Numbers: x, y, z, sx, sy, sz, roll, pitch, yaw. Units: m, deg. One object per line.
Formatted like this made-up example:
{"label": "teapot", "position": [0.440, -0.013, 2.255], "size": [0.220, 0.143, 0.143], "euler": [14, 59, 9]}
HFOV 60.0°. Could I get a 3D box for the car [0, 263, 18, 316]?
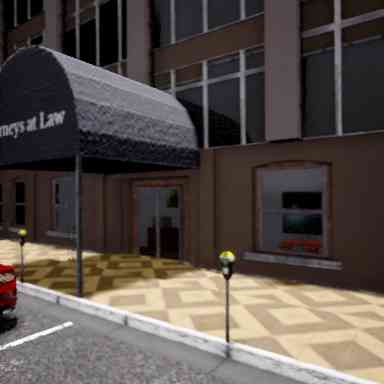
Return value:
{"label": "car", "position": [-5.114, 1.617, 6.368], "size": [4.507, 1.381, 1.887], "euler": [-1, 0, 35]}
